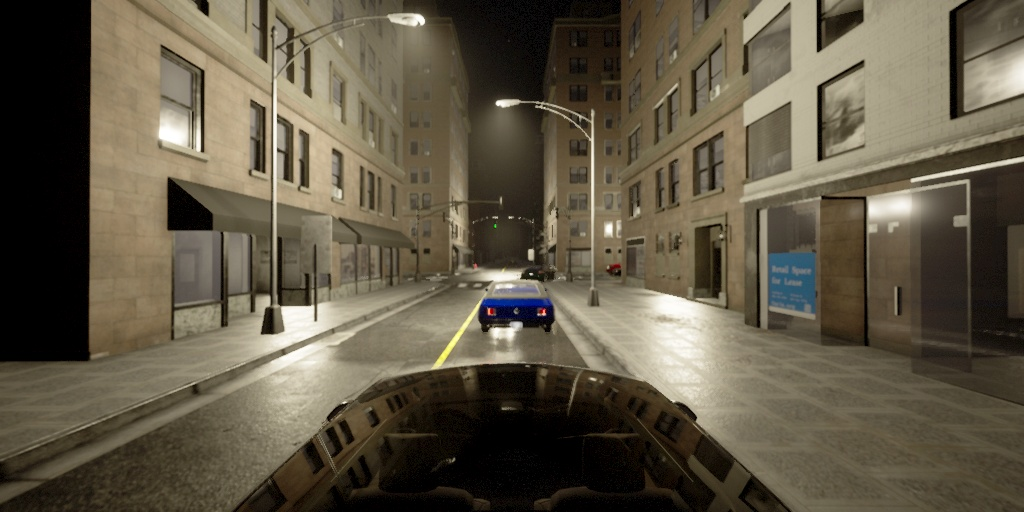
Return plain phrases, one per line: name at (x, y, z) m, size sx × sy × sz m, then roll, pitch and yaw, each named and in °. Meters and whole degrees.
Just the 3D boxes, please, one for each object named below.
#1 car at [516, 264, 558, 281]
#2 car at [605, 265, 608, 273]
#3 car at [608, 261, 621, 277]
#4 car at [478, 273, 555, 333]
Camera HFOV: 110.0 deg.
car at (2.286, 1.362, 29.169) m, size 1.994 × 1.385 × 4.181 m, roll -1°, pitch 0°, yaw 23°
car at (12.341, 1.146, 37.500) m, size 5.009 × 1.841 × 2.192 m, roll 0°, pitch 0°, yaw 0°
car at (12.523, 1.365, 34.966) m, size 5.357 × 1.411 × 2.033 m, roll 0°, pitch 0°, yaw 0°
car at (0.122, 1.365, 10.781) m, size 1.895 × 1.301 × 4.718 m, roll 0°, pitch 0°, yaw 0°
